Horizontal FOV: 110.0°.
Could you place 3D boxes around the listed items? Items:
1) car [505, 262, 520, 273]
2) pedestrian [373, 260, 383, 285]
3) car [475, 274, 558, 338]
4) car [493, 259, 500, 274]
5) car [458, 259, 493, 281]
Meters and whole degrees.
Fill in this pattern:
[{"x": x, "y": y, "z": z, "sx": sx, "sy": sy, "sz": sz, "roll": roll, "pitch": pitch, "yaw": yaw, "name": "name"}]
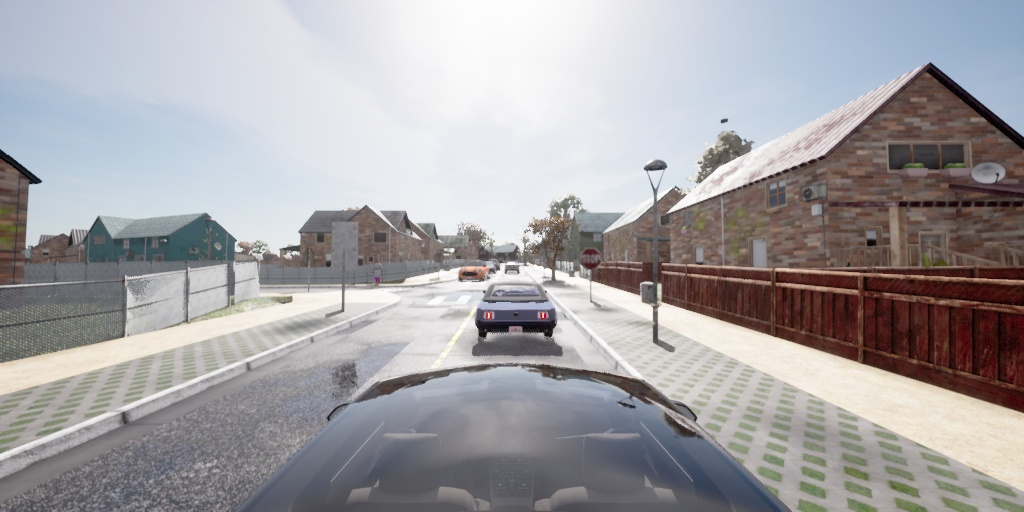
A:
[{"x": 0.026, "y": 1.412, "z": 46.125, "sx": 2.033, "sy": 1.411, "sz": 5.357, "roll": 0, "pitch": 0, "yaw": 0, "name": "car"}, {"x": -9.955, "y": 1.221, "z": 26.540, "sx": 0.375, "sy": 1.860, "sz": 0.375, "roll": 0, "pitch": -2, "yaw": 5, "name": "pedestrian"}, {"x": 0.085, "y": 1.361, "z": 10.231, "sx": 1.895, "sy": 1.301, "sz": 4.718, "roll": 0, "pitch": 0, "yaw": 0, "name": "car"}, {"x": -2.917, "y": 1.403, "z": 43.882, "sx": 2.033, "sy": 1.411, "sz": 5.357, "roll": 0, "pitch": 0, "yaw": 0, "name": "car"}, {"x": -3.200, "y": 1.162, "z": 30.823, "sx": 2.097, "sy": 1.767, "sz": 4.553, "roll": 0, "pitch": 0, "yaw": 5, "name": "car"}]
